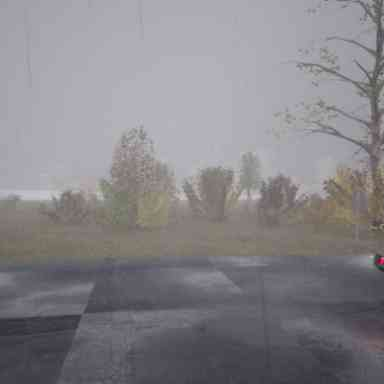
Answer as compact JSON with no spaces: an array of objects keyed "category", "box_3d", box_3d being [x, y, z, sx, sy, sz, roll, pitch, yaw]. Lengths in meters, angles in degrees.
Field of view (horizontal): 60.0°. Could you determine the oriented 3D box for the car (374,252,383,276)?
[{"category":"car","box_3d":[6.901,1.717,7.683,4.718,1.301,1.895,1,1,-10]}]
